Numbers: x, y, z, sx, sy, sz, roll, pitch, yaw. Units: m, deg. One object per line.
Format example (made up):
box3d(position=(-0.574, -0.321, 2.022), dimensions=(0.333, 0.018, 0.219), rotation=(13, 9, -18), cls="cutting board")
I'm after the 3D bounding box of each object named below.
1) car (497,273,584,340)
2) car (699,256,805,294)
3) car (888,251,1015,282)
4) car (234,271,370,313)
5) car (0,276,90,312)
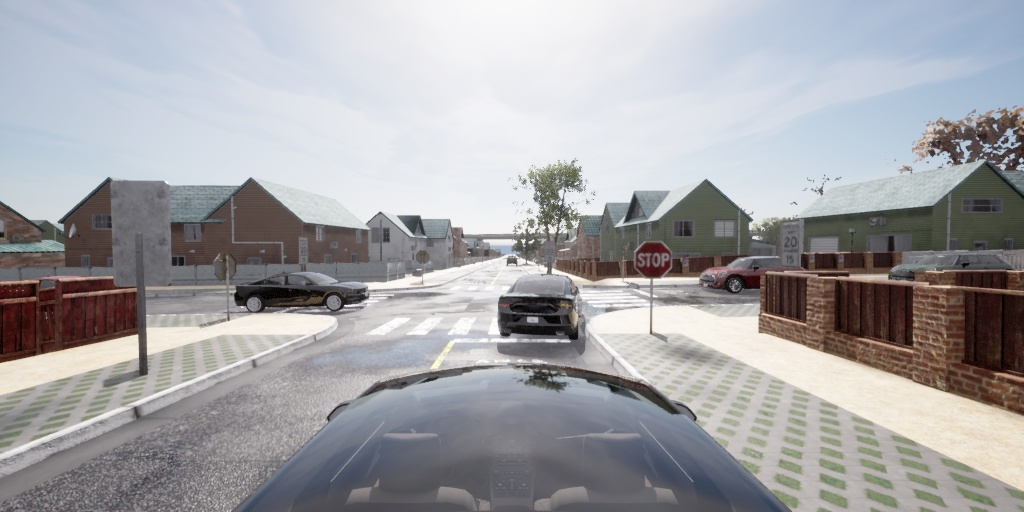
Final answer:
box3d(position=(0.960, 1.224, 10.143), dimensions=(1.882, 1.535, 5.008), rotation=(0, 0, 12), cls="car")
box3d(position=(11.810, 0.820, 17.750), dimensions=(4.553, 1.767, 2.097), rotation=(-1, 2, 0), cls="car")
box3d(position=(21.705, 0.646, 17.819), dimensions=(4.553, 1.767, 2.097), rotation=(-1, 2, 0), cls="car")
box3d(position=(-8.465, 1.377, 14.672), dimensions=(5.008, 1.535, 1.882), rotation=(-1, 2, 0), cls="car")
box3d(position=(-18.018, 1.547, 14.611), dimensions=(5.008, 1.535, 1.882), rotation=(-1, 2, 0), cls="car")
